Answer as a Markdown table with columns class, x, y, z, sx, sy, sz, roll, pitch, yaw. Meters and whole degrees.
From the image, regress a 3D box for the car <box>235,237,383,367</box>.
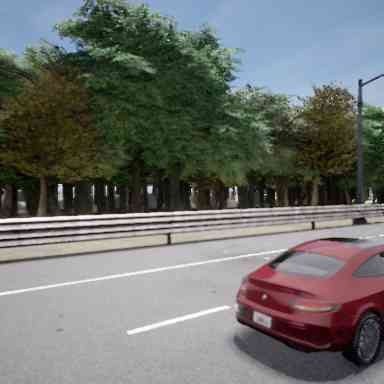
| class | x | y | z | sx | sy | sz | roll | pitch | yaw |
| --- | --- | --- | --- | --- | --- | --- | --- | --- | --- |
| car | 2.802 | 1.525 | 5.747 | 4.674 | 1.442 | 1.812 | 0 | 0 | -35 |
